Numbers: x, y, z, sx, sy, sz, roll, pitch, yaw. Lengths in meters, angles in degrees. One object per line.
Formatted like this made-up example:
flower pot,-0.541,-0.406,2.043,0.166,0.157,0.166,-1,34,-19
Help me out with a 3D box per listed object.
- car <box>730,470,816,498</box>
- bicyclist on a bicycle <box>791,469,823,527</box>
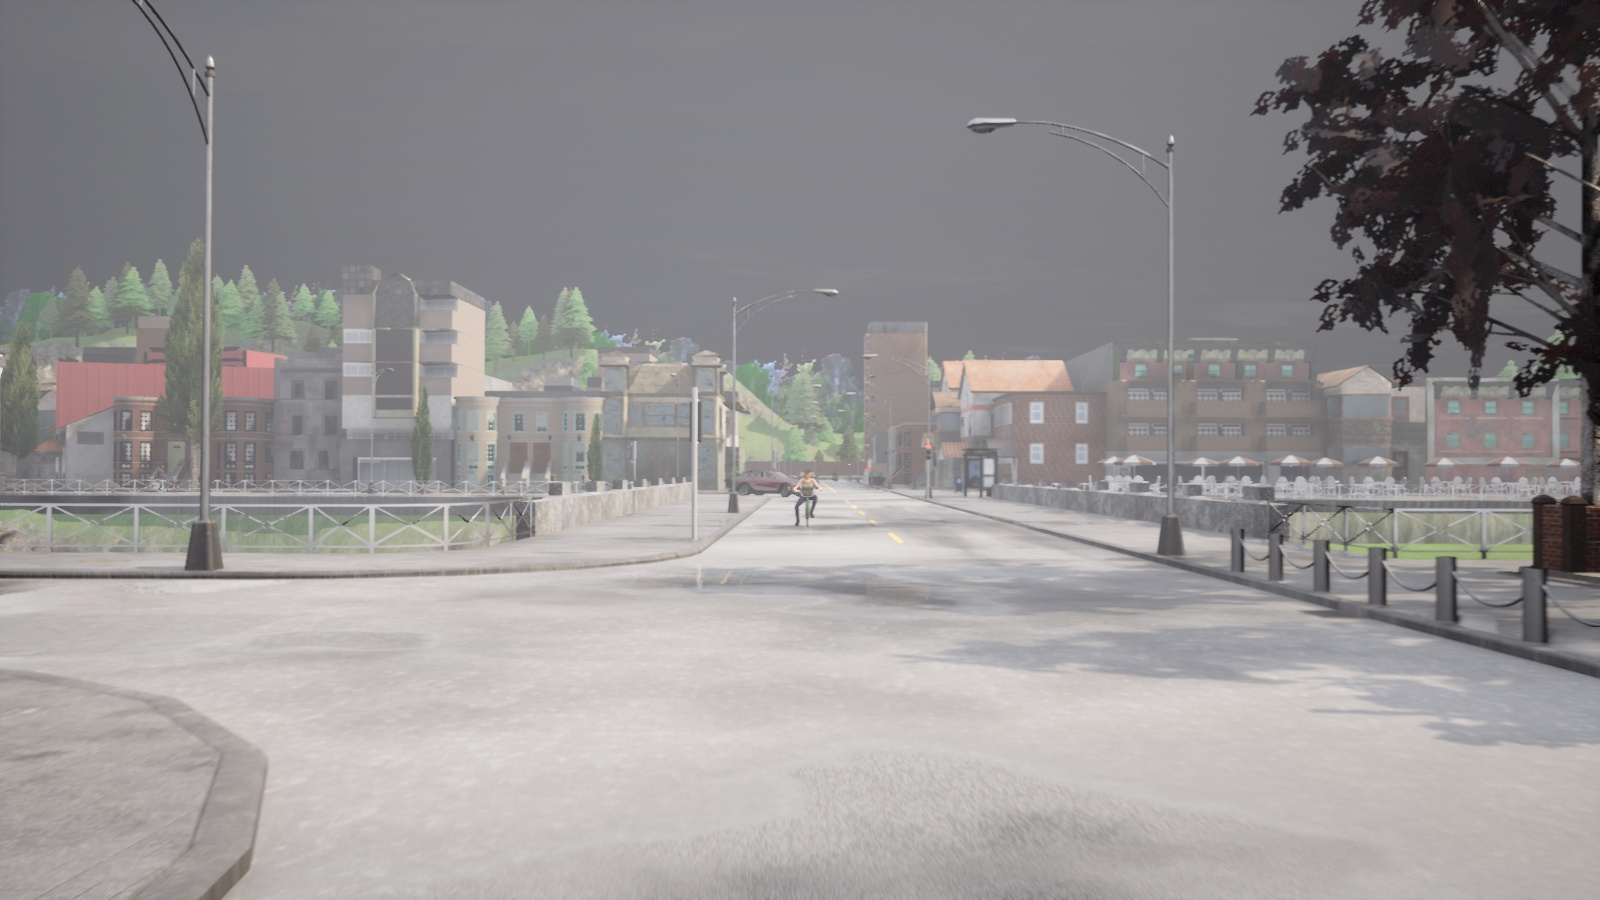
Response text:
car,-1.654,2.013,75.434,4.856,1.649,2.033,-1,-2,32
bicyclist on a bicycle,0.201,1.343,35.430,0.866,1.612,1.509,0,-1,0
